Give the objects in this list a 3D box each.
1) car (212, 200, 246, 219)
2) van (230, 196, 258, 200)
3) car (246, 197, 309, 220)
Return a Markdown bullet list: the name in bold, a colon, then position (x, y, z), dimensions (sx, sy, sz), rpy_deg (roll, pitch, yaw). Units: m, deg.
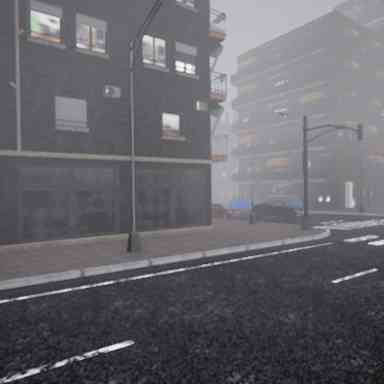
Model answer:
- **car**: position (2.531, 1.631, 29.139), dimensions (1.802, 1.307, 4.206), rpy_deg (-2, 0, -36)
- **van**: position (5.970, 1.326, 38.563), dimensions (1.690, 1.788, 3.998), rpy_deg (-2, 0, -36)
- **car**: position (7.191, 1.439, 27.128), dimensions (2.128, 1.511, 4.902), rpy_deg (-1, 0, -36)
